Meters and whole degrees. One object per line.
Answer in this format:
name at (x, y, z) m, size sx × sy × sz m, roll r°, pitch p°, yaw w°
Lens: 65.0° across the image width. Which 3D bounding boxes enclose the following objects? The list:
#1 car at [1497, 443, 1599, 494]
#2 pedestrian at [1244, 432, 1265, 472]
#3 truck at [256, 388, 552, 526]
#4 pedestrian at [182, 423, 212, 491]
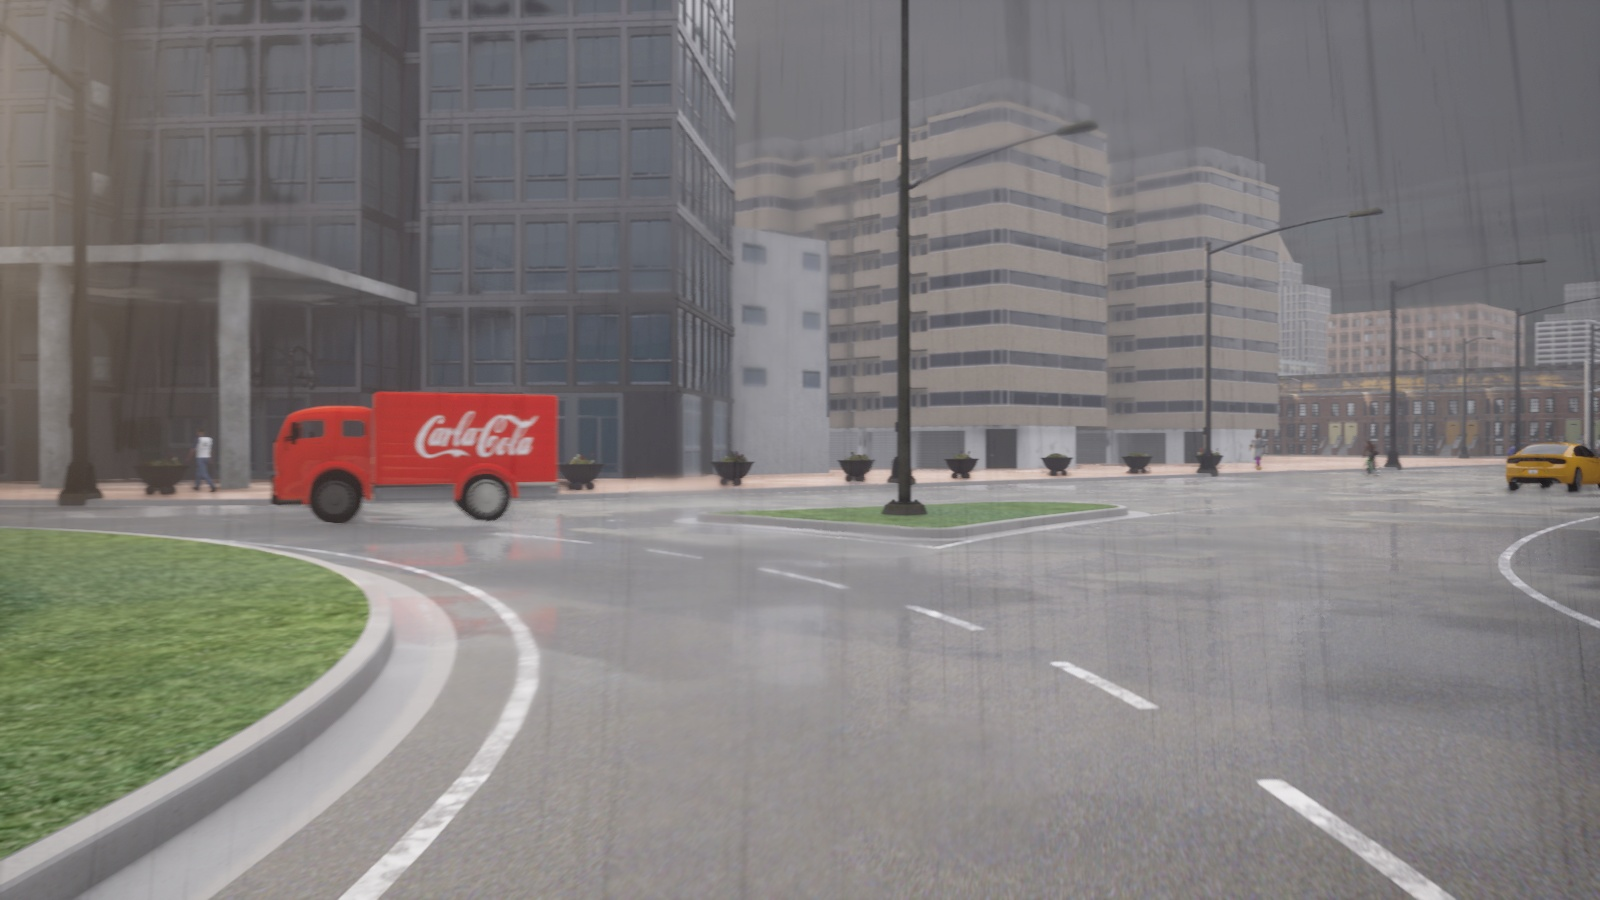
car at (24.186, 0.536, 40.139) m, size 5.008 × 1.535 × 1.882 m, roll 0°, pitch 0°, yaw -43°
pedestrian at (22.284, 0.089, 61.555) m, size 0.659 × 1.952 × 0.873 m, roll 0°, pitch 0°, yaw 41°
truck at (-7.620, 0.109, 24.395) m, size 5.204 × 2.467 × 2.627 m, roll 0°, pitch 1°, yaw -19°
pedestrian at (-16.392, 0.192, 34.138) m, size 0.706 × 1.836 × 0.354 m, roll 0°, pitch 0°, yaw 25°
